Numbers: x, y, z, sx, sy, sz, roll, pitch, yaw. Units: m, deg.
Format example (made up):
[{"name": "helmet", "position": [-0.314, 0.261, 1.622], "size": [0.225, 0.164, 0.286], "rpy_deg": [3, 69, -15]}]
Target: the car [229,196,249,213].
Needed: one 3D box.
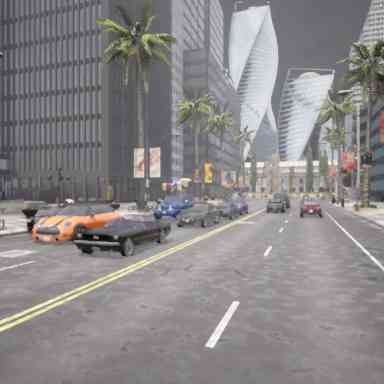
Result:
[{"name": "car", "position": [4.345, 1.351, 33.477], "size": [2.097, 1.767, 4.553], "rpy_deg": [0, 0, 19]}]

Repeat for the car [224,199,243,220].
[{"name": "car", "position": [2.756, 1.563, 28.546], "size": [1.994, 1.385, 4.181], "rpy_deg": [0, 0, 19]}]

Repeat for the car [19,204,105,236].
[{"name": "car", "position": [-7.373, 1.512, 19.553], "size": [2.161, 1.482, 4.786], "rpy_deg": [0, 0, 18]}]

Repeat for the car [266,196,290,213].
[{"name": "car", "position": [9.502, 1.489, 37.424], "size": [2.128, 1.511, 4.902], "rpy_deg": [0, 0, 18]}]

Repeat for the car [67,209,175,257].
[{"name": "car", "position": [-2.533, 1.600, 13.298], "size": [1.895, 1.301, 4.718], "rpy_deg": [0, 0, 19]}]

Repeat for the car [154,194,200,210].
[{"name": "car", "position": [-1.229, 1.221, 28.004], "size": [2.150, 2.045, 5.566], "rpy_deg": [0, 0, 19]}]

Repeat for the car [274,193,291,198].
[{"name": "car", "position": [12.648, 1.220, 47.001], "size": [2.150, 2.045, 5.566], "rpy_deg": [0, 0, 19]}]

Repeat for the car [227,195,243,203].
[{"name": "car", "position": [8.857, 1.479, 68.224], "size": [2.231, 1.521, 4.892], "rpy_deg": [0, 0, 18]}]

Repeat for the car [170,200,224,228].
[{"name": "car", "position": [0.489, 1.505, 22.198], "size": [1.837, 1.490, 4.892], "rpy_deg": [0, 0, 19]}]

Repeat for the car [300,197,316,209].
[{"name": "car", "position": [16.476, 1.490, 47.471], "size": [2.128, 1.511, 4.902], "rpy_deg": [0, 0, 18]}]

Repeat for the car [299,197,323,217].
[{"name": "car", "position": [11.251, 1.525, 31.552], "size": [1.812, 1.442, 4.674], "rpy_deg": [0, 0, 18]}]

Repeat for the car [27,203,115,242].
[{"name": "car", "position": [-5.330, 1.351, 15.938], "size": [2.097, 1.767, 4.553], "rpy_deg": [0, 0, 19]}]
